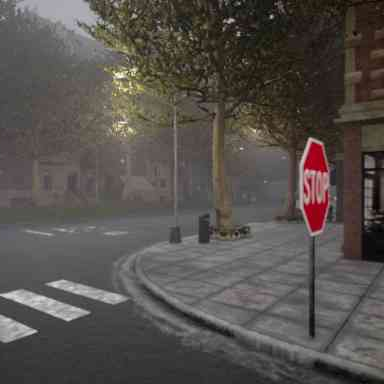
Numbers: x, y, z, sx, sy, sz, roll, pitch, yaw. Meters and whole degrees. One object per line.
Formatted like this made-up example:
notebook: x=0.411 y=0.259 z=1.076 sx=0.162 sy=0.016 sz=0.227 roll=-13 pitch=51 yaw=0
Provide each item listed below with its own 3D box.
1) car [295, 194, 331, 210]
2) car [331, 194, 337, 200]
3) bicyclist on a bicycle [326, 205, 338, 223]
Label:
car: x=12.677 y=1.223 z=35.858 sx=2.435 sy=2.045 sz=5.566 roll=0 pitch=0 yaw=36
car: x=21.393 y=1.485 z=52.692 sx=2.128 sy=1.511 sz=4.902 roll=0 pitch=0 yaw=37
bicyclist on a bicycle: x=9.222 y=1.297 z=23.032 sx=1.656 sy=1.620 sz=0.582 roll=0 pitch=0 yaw=36
